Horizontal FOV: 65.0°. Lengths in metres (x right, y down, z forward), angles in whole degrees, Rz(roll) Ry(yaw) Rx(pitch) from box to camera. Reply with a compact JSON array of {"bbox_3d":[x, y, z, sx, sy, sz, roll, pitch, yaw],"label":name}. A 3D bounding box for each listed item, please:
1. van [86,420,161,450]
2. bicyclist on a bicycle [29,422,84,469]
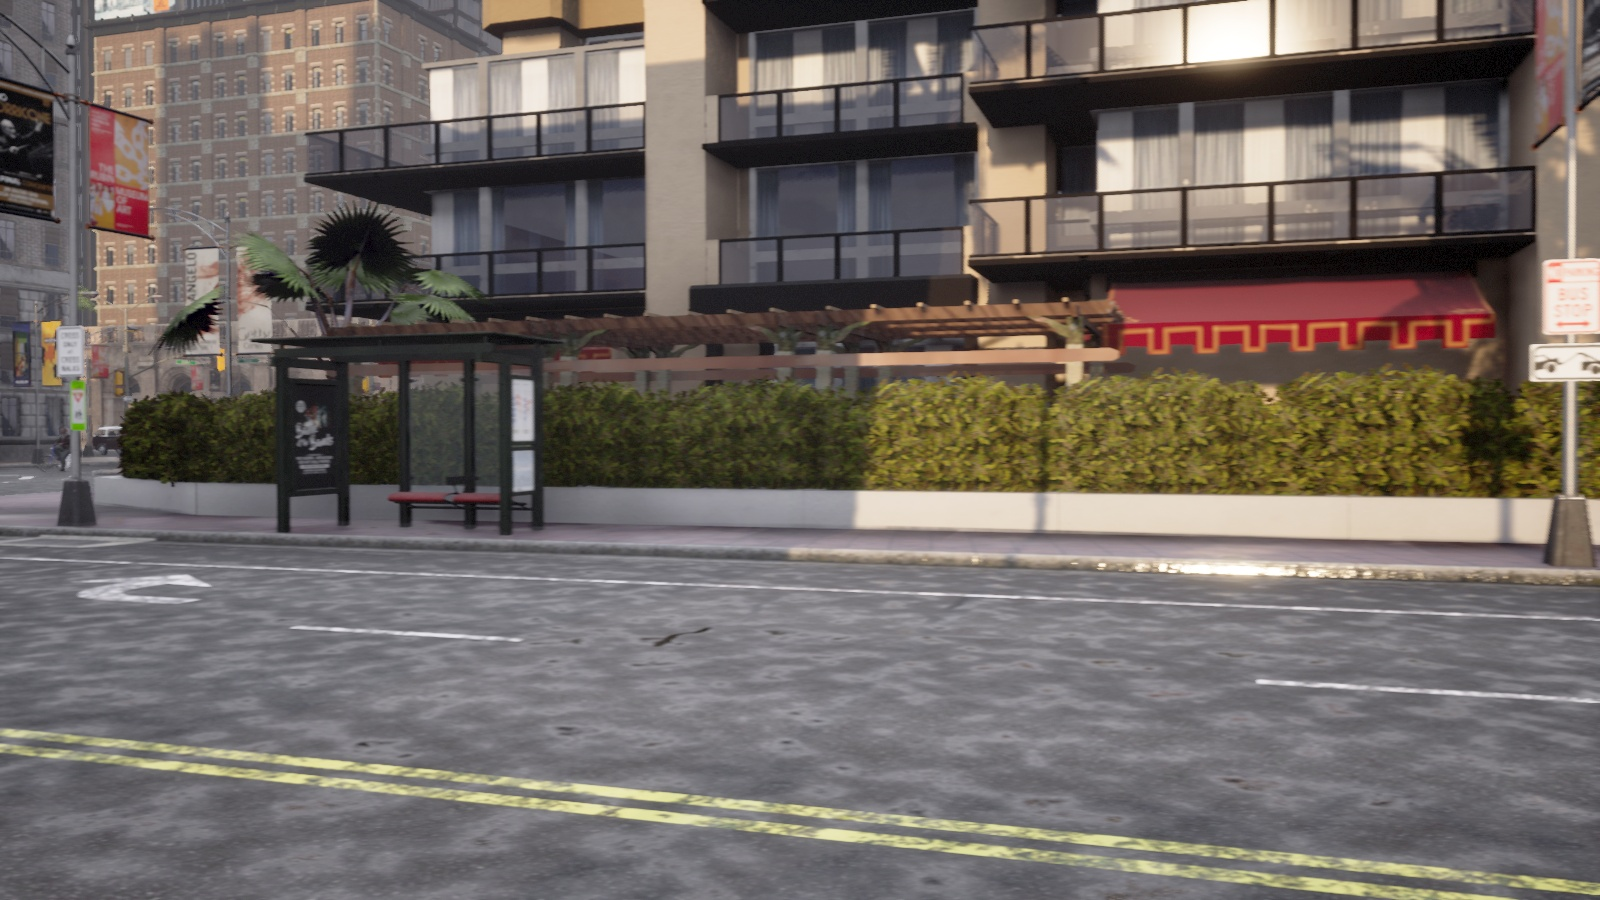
[{"bbox_3d":[-47.036,-1.026,87.319,4.480,2.038,2.069,1,1,18],"label":"van"},{"bbox_3d":[-28.728,-0.188,48.534,0.659,1.776,1.843,1,1,18],"label":"bicyclist on a bicycle"}]
